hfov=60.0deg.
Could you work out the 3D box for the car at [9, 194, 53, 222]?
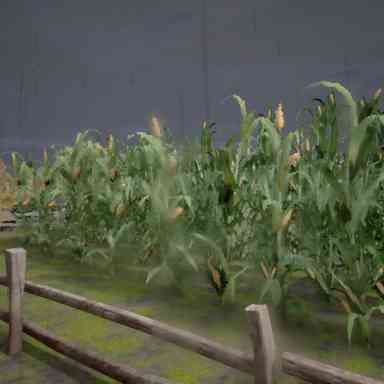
[{"bbox_3d":[-11.254,1.189,26.230,2.150,2.045,5.566,0,0,36],"label":"car"}]
